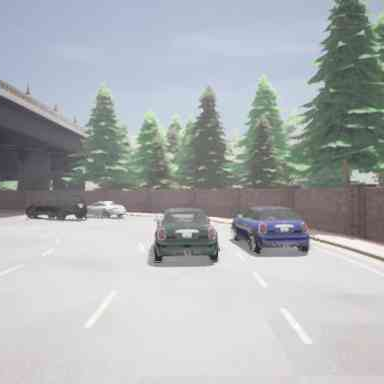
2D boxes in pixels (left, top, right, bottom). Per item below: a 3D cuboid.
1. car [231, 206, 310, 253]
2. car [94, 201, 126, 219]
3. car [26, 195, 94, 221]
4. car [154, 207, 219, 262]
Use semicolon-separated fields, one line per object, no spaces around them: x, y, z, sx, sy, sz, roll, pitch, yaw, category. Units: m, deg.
3.090;1.374;14.066;2.097;1.767;4.553;0;0;-6;car
-8.098;1.571;29.993;4.674;1.442;1.812;0;0;30;car
-11.322;1.264;27.869;5.566;2.045;2.150;0;-1;26;car
-0.349;1.371;12.457;2.097;1.767;4.553;0;0;-5;car
